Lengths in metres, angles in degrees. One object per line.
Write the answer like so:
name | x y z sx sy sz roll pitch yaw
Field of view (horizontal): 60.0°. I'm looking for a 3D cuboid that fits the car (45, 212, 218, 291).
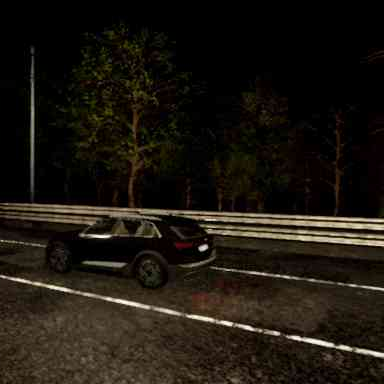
car | -1.715 1.358 8.821 4.856 1.649 2.033 0 1 28
